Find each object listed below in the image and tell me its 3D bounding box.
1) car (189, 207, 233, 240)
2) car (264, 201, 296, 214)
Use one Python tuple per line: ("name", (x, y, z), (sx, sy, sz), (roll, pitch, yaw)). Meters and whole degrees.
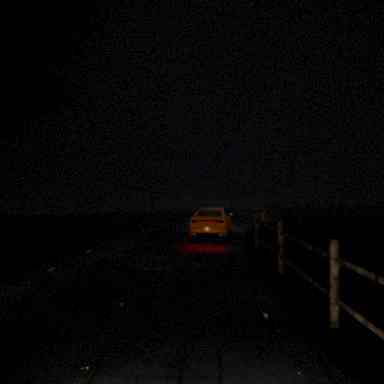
("car", (1.116, 1.555, 17.724), (1.882, 1.535, 5.008), (0, 0, 10))
("car", (9.946, 1.739, 37.274), (2.033, 1.411, 5.357), (0, 0, 39))
